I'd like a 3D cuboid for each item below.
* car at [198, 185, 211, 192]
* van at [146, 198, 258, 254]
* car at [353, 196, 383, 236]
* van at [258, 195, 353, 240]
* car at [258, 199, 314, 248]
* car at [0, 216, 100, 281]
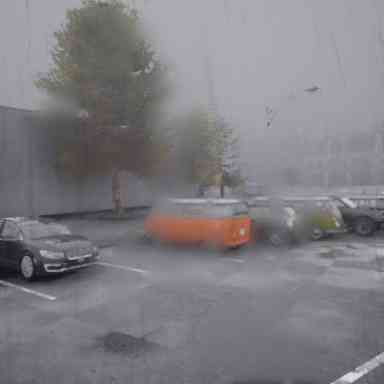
[{"bbox_3d":[2.377,-0.686,65.243,2.163,1.488,4.792,1,6,17],"label":"car"},{"bbox_3d":[0.077,1.252,13.364,4.442,1.987,1.878,-1,0,36],"label":"van"},{"bbox_3d":[7.678,1.198,18.303,5.566,2.045,2.435,-1,-1,36],"label":"car"},{"bbox_3d":[5.258,1.232,16.581,4.442,1.987,1.878,-1,-1,36],"label":"van"},{"bbox_3d":[2.692,1.342,14.953,4.553,1.767,2.185,-1,0,36],"label":"car"},{"bbox_3d":[-4.806,1.496,9.936,4.892,1.521,2.231,-1,-1,36],"label":"car"}]
